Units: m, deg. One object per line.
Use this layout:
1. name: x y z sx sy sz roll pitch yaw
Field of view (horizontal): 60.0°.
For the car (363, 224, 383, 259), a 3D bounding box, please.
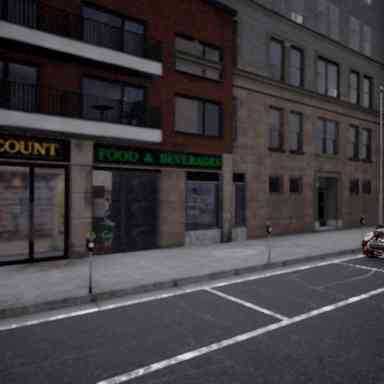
1. car: 7.825 1.534 11.769 4.097 1.590 1.967 1 0 -35
